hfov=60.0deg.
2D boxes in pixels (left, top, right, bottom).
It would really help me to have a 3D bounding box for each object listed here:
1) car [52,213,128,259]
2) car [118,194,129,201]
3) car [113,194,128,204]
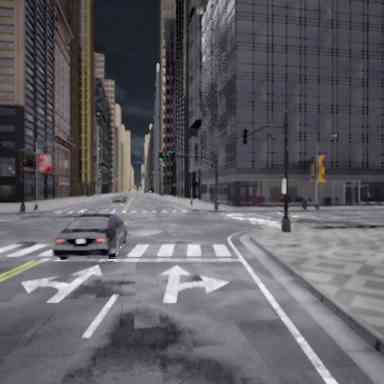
[{"bbox_3d":[-3.496,1.475,12.244,2.033,1.411,5.357,0,0,-6],"label":"car"},{"bbox_3d":[-14.840,1.151,72.281,2.128,1.511,4.902,0,0,-9],"label":"car"},{"bbox_3d":[-12.245,1.263,56.134,1.994,1.385,4.181,0,0,-9],"label":"car"}]
